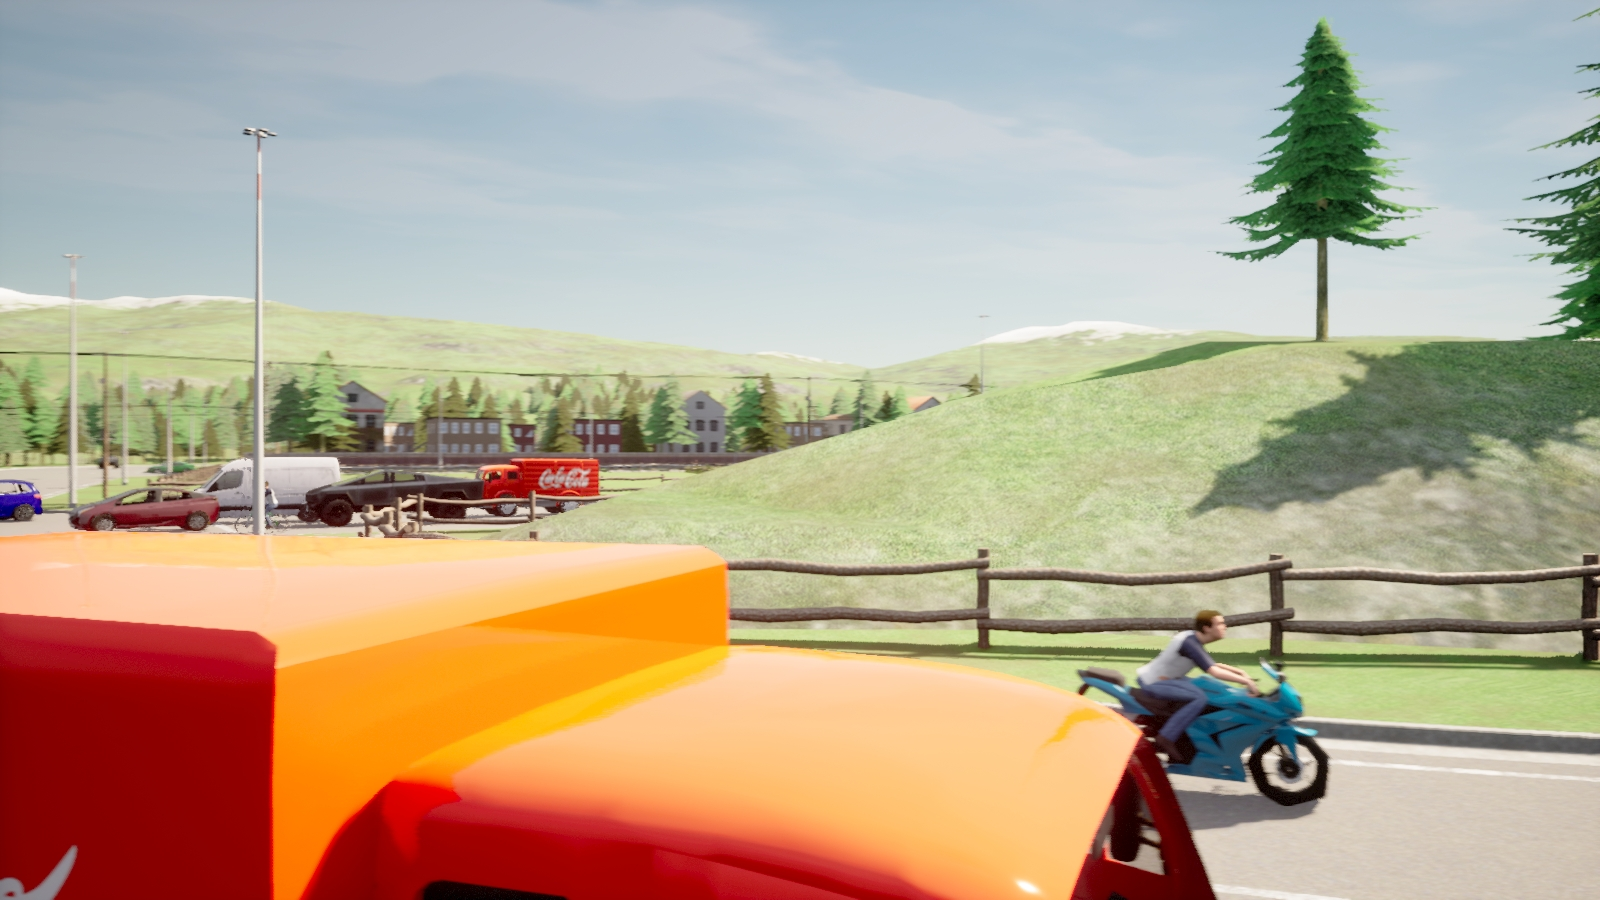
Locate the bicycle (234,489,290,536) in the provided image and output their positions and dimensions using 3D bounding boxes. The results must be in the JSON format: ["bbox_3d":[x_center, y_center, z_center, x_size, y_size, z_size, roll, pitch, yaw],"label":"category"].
[{"bbox_3d":[-18.027,2.084,38.288,1.643,1.496,0.373,-1,1,-31],"label":"bicycle"}]

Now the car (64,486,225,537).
[{"bbox_3d":[-22.531,2.066,39.356,4.514,1.525,2.007,0,0,-40],"label":"car"}]

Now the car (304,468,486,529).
[{"bbox_3d":[-15.472,1.789,43.714,6.274,2.098,2.390,0,0,-28],"label":"car"}]

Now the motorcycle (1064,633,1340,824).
[{"bbox_3d":[3.236,2.198,9.279,2.033,1.199,0.803,0,-2,21],"label":"motorcycle"}]

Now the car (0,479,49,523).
[{"bbox_3d":[-32.170,1.991,44.316,2.242,1.667,4.611,-1,0,37],"label":"car"}]

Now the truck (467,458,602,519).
[{"bbox_3d":[-11.564,1.613,49.753,5.204,2.467,2.627,0,0,-28],"label":"truck"}]

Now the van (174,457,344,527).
[{"bbox_3d":[-21.113,1.567,44.693,5.915,2.561,1.988,0,0,-28],"label":"van"}]

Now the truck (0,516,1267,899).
[{"bbox_3d":[-1.371,1.573,3.527,5.204,2.467,2.627,0,1,22],"label":"truck"}]
